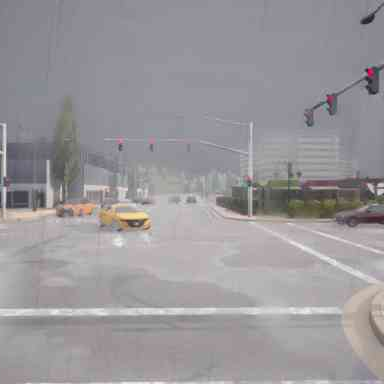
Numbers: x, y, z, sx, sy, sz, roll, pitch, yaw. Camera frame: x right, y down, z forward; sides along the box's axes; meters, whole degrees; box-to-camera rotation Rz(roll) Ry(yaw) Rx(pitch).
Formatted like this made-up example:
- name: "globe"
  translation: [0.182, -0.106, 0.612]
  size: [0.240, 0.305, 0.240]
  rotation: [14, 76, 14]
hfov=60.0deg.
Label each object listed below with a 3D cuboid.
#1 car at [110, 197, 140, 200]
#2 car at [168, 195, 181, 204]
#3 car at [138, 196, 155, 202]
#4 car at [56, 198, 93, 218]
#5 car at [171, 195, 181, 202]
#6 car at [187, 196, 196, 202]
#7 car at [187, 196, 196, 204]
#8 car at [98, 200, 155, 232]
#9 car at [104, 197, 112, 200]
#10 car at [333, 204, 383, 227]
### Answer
- name: "car"
  translation: [-7.154, 1.525, 35.747]
  size: [1.812, 1.442, 4.674]
  rotation: [0, 0, 0]
- name: "car"
  translation: [-3.595, 1.547, 64.605]
  size: [2.033, 1.411, 5.357]
  rotation: [0, 0, 0]
- name: "car"
  translation: [-7.173, 1.547, 55.365]
  size: [2.033, 1.411, 5.357]
  rotation: [0, 0, 0]
- name: "car"
  translation: [-10.645, 1.352, 30.399]
  size: [2.097, 1.767, 4.553]
  rotation: [0, 0, 0]
- name: "car"
  translation: [-3.610, 1.425, 74.879]
  size: [1.994, 1.385, 4.181]
  rotation: [0, 0, 0]
- name: "car"
  translation: [-0.110, 1.468, 74.916]
  size: [1.895, 1.301, 4.718]
  rotation: [0, 0, 0]
- name: "car"
  translation: [-0.095, 1.491, 64.611]
  size: [2.128, 1.511, 4.902]
  rotation: [0, 0, 0]
- name: "car"
  translation: [-4.318, 1.478, 20.371]
  size: [1.882, 1.535, 5.008]
  rotation: [-1, 1, -31]
- name: "car"
  translation: [-10.662, 1.502, 43.582]
  size: [1.837, 1.490, 4.892]
  rotation: [0, 1, 0]
- name: "car"
  translation: [11.773, 1.526, 21.960]
  size: [4.674, 1.442, 1.812]
  rotation: [0, 0, 1]
